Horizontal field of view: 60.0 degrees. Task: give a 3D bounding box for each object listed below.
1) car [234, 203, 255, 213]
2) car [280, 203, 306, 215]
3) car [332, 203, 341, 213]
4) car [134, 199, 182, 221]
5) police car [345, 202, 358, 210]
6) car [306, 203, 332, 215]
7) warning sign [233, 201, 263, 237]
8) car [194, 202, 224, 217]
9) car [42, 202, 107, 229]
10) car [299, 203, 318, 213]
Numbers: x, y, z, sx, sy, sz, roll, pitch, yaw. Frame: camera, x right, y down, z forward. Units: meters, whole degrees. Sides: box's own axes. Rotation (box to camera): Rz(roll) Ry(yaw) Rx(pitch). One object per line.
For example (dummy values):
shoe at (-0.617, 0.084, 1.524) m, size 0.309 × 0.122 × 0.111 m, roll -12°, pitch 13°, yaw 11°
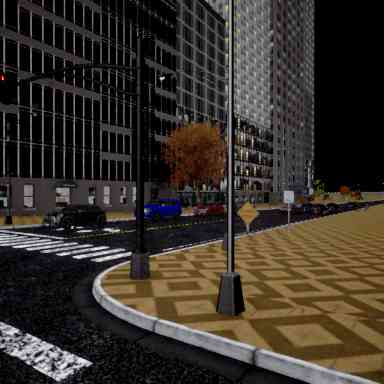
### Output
car at (7.589, 2.371, 48.861) m, size 2.033 × 1.411 × 5.357 m, roll 0°, pitch -1°, yaw 33°
car at (13.854, 2.402, 46.388) m, size 2.033 × 1.411 × 5.357 m, roll 0°, pitch -1°, yaw 33°
car at (23.125, 2.574, 54.687) m, size 1.837 × 1.490 × 4.892 m, roll 0°, pitch -1°, yaw 33°
car at (-3.154, 1.691, 32.279) m, size 2.150 × 2.045 × 5.566 m, roll 0°, pitch -1°, yaw 33°
police car at (31.544, 2.738, 65.819) m, size 1.930 × 1.638 × 5.238 m, roll 0°, pitch -1°, yaw 33°
car at (17.724, 2.399, 46.298) m, size 1.837 × 1.490 × 4.892 m, roll 0°, pitch -1°, yaw 33°
warning sign at (3.127, 1.454, 18.553) m, size 1.300 × 1.860 × 1.060 m, roll 1°, pitch 1°, yaw 33°
car at (2.090, 1.996, 40.403) m, size 2.097 × 1.767 × 4.553 m, roll 0°, pitch -1°, yaw 33°
car at (-8.428, 1.648, 24.099) m, size 2.097 × 1.767 × 4.553 m, roll 0°, pitch -1°, yaw 33°
car at (19.171, 2.534, 54.726) m, size 1.837 × 1.490 × 4.892 m, roll 0°, pitch -1°, yaw 33°
